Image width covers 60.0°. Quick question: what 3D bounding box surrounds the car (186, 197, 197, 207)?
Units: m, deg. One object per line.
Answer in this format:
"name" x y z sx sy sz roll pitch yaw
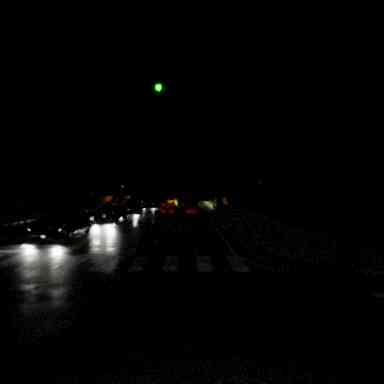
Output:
"car" -0.117 1.752 58.086 1.882 1.535 5.008 0 0 0

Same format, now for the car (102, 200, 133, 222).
"car" -6.646 1.584 27.626 2.128 1.511 4.902 0 0 0

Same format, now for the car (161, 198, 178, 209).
"car" -3.344 1.800 48.104 1.895 1.301 4.718 0 0 0

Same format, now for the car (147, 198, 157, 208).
"car" -6.607 1.769 53.070 1.837 1.490 4.892 0 0 0

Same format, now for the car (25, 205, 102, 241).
"car" -6.618 1.602 17.416 2.033 1.411 5.357 0 0 0

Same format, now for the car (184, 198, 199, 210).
"car" -0.092 1.719 47.665 1.837 1.490 4.892 0 0 0

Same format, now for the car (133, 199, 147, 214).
"car" -6.664 1.634 37.480 1.837 1.490 4.892 0 0 0

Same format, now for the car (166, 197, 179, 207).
"car" -3.367 1.735 58.079 1.882 1.535 5.008 0 0 0
